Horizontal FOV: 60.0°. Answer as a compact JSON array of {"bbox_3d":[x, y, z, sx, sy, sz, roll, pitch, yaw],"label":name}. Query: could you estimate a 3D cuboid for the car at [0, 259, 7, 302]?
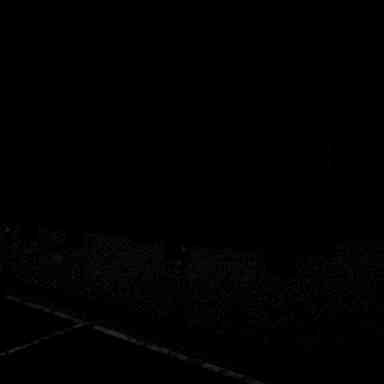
[{"bbox_3d":[-5.785,1.534,7.092,4.097,1.590,1.967,-1,-1,35],"label":"car"}]
